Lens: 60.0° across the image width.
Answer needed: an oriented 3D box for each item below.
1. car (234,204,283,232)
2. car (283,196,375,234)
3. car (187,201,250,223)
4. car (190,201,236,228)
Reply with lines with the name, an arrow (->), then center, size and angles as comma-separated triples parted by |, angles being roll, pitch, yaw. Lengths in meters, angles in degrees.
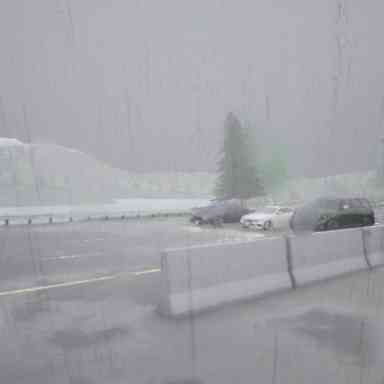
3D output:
car -> 5.089, 1.560, 20.511 | 4.674, 1.442, 1.812 | 0, 0, -35
car -> 7.769, 1.259, 18.123 | 5.566, 2.045, 2.150 | 0, 0, -35
car -> 2.200, 1.528, 27.043 | 4.902, 1.511, 2.128 | 0, 0, -35
car -> 2.463, 1.580, 22.942 | 5.357, 1.411, 2.033 | 0, 0, -35
